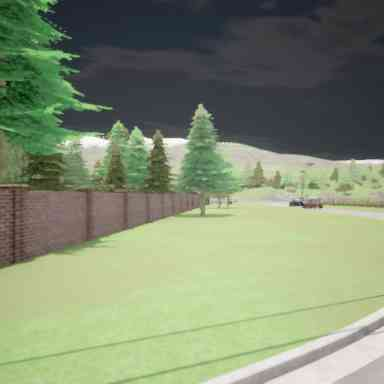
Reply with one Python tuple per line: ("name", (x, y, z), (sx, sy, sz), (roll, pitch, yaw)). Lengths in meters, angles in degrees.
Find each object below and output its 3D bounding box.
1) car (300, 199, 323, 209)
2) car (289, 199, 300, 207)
("car", (20.541, 1.976, 56.460), (2.097, 1.767, 4.553), (-1, -1, 2))
("car", (20.830, 2.218, 66.404), (1.882, 1.535, 5.008), (-1, -1, 2))
